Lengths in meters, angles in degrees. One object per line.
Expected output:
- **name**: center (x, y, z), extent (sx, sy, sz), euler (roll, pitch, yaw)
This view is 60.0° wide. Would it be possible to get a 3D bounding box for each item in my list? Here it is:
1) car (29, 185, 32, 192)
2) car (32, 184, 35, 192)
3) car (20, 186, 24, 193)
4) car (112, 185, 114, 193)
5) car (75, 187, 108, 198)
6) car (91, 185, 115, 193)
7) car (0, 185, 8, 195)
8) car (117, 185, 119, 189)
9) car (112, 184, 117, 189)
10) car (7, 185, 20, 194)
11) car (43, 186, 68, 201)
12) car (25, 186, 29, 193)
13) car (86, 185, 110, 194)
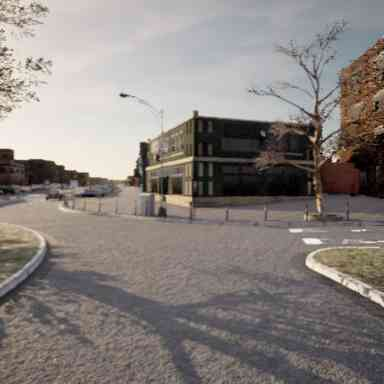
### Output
- **car**: center (-42.301, -0.656, 80.783), extent (4.553, 1.767, 2.185), euler (0, 2, -11)
- **car**: center (-42.818, -0.736, 83.489), extent (4.553, 1.767, 2.185), euler (0, 2, -11)
- **car**: center (-40.537, -0.287, 72.705), extent (5.366, 1.575, 1.946), euler (0, 2, -11)
- **car**: center (-20.564, -0.223, 74.678), extent (4.892, 1.521, 2.231), euler (0, 2, -11)
- **car**: center (-16.986, 0.350, 55.682), extent (4.792, 1.488, 2.163), euler (0, 1, -11)
- **car**: center (-22.178, -0.734, 82.974), extent (5.566, 2.045, 2.435), euler (0, 2, -11)
- **car**: center (-39.174, -0.034, 64.549), extent (4.892, 1.521, 2.231), euler (0, 2, -11)
- **car**: center (-23.657, -0.977, 91.048), extent (5.566, 2.045, 2.435), euler (0, 2, -11)
- **car**: center (-21.060, -0.561, 77.402), extent (5.566, 2.045, 2.435), euler (0, 2, -11)
- **car**: center (-40.228, -0.452, 69.951), extent (5.566, 2.045, 2.435), euler (0, 2, -11)
- **car**: center (-20.258, 0.327, 49.475), extent (2.097, 1.767, 4.553), euler (0, 1, -14)
- **car**: center (-41.759, -0.449, 78.084), extent (5.008, 1.535, 2.097), euler (0, 2, -11)
- **car**: center (-17.941, 0.060, 61.027), extent (4.553, 1.767, 2.185), euler (0, 1, -11)
